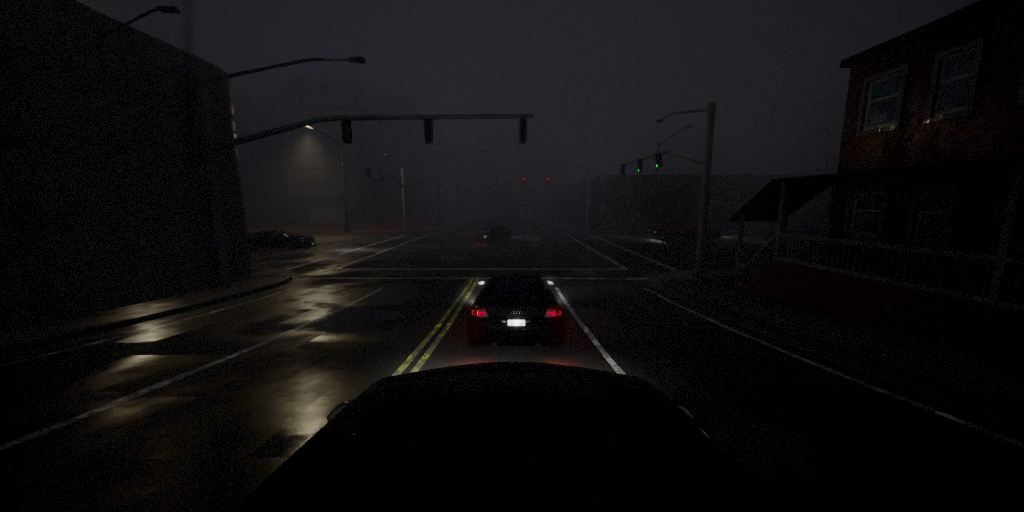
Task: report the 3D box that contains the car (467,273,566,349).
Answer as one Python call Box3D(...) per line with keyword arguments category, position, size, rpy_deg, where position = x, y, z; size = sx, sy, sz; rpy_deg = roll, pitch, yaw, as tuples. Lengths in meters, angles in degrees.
Box3D(category="car", position=(0.099, 1.092, 8.671), size=(1.994, 1.385, 4.181), rpy_deg=(0, 3, 0))

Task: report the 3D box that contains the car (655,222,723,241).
Box3D(category="car", position=(16.866, -2.173, 33.846), size=(5.357, 1.411, 2.033), rpy_deg=(0, 8, 0))

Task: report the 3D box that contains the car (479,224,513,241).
Box3D(category="car", position=(-1.502, -2.350, 34.830), size=(1.837, 1.490, 4.892), rpy_deg=(5, 10, 22))

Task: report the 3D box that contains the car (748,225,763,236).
Box3D(category="car", position=(27.247, -2.732, 37.221), size=(4.902, 1.511, 2.128), rpy_deg=(0, 8, 1))

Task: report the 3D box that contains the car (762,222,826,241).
Box3D(category="car", position=(26.963, -2.237, 33.760), size=(5.008, 1.535, 1.882), rpy_deg=(0, 8, 0))

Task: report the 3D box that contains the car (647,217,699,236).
Box3D(category="car", position=(17.001, -3.005, 37.260), size=(5.566, 2.045, 2.150), rpy_deg=(0, 8, 0))

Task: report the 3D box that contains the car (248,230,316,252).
Box3D(category="car", position=(-17.447, -1.196, 26.955), size=(4.902, 1.511, 2.128), rpy_deg=(0, 8, 0))
